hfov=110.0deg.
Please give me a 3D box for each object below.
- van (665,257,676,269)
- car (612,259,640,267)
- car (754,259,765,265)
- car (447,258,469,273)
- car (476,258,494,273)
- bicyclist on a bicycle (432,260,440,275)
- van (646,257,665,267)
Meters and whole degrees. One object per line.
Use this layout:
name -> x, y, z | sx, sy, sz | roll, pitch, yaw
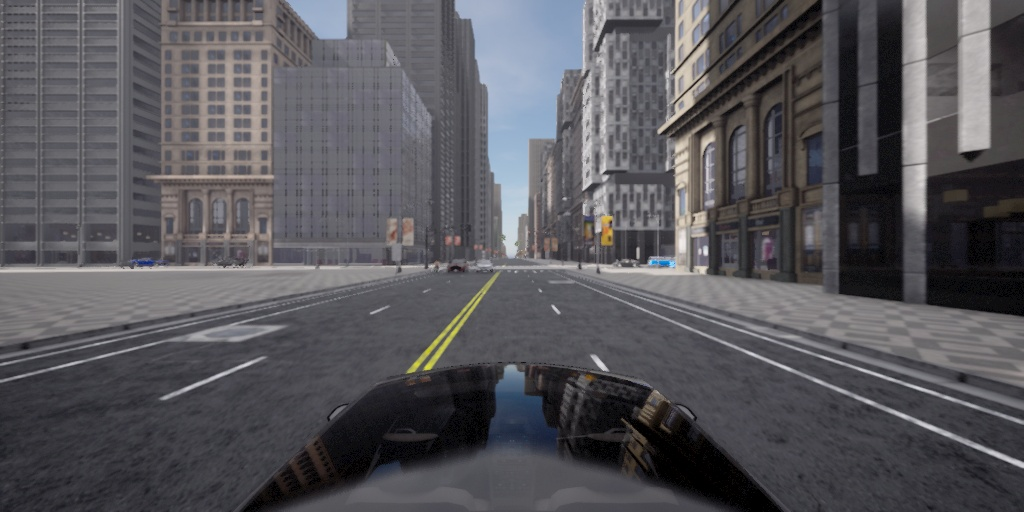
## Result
van -> 24.712, 0.998, 51.628 | 3.998, 1.789, 1.690 | 0, 0, 0
car -> 19.128, 1.223, 60.177 | 4.403, 1.370, 2.007 | 0, 0, 0
car -> 35.949, 1.219, 51.580 | 4.207, 1.307, 1.802 | 0, 0, 0
car -> -6.499, 1.075, 43.646 | 2.097, 1.767, 4.553 | 0, 0, 0
car -> -3.250, 1.253, 43.531 | 1.812, 1.442, 4.674 | 0, 0, 0
bicyclist on a bicycle -> -7.967, 1.162, 37.650 | 0.866, 1.612, 1.509 | 5, 1, 8
van -> 24.747, 1.002, 60.153 | 3.998, 1.789, 1.690 | 0, 0, 0
